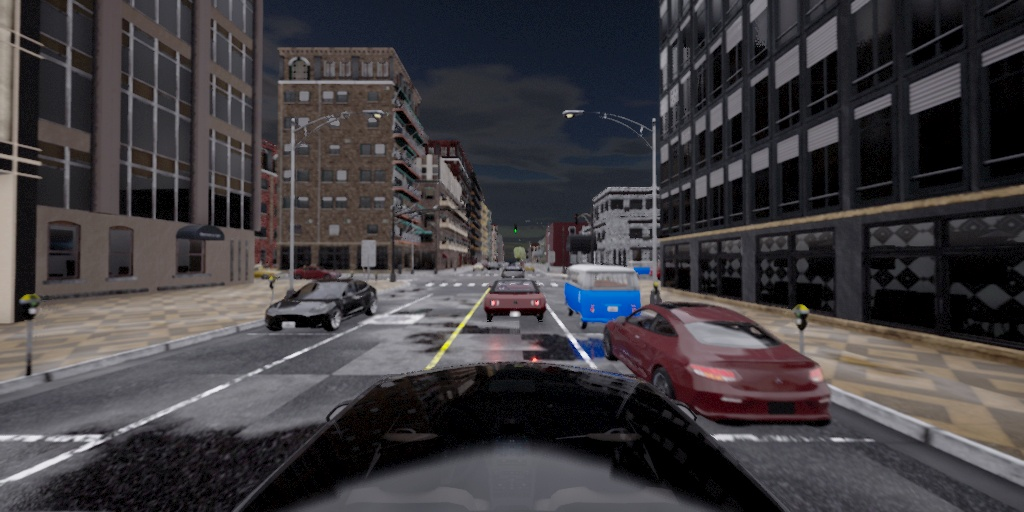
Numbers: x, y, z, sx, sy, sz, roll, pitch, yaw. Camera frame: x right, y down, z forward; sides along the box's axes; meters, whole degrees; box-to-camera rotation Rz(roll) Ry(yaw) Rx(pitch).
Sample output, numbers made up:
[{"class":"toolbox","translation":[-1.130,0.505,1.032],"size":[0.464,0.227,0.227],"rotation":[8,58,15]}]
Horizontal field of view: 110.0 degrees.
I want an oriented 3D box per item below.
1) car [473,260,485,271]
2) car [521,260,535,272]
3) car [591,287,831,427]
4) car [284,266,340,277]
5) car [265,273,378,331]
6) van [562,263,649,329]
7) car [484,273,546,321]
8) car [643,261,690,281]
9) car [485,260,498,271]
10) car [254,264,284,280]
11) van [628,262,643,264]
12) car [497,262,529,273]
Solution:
[{"class":"car","translation":[-5.732,1.857,61.439],"size":[1.751,1.417,4.829],"rotation":[0,0,0]},{"class":"car","translation":[2.653,1.800,56.248],"size":[1.751,1.417,4.829],"rotation":[0,0,0]},{"class":"car","translation":[2.656,1.367,5.605],"size":[1.802,1.307,4.207],"rotation":[0,0,0]},{"class":"car","translation":[-17.487,1.557,32.086],"size":[4.207,1.307,1.802],"rotation":[0,0,0]},{"class":"car","translation":[-5.696,1.403,11.313],"size":[1.948,1.339,4.313],"rotation":[0,0,0]},{"class":"van","translation":[2.651,1.178,11.294],"size":[1.690,1.789,3.998],"rotation":[0,0,0]},{"class":"car","translation":[0.094,1.453,12.883],"size":[1.895,1.301,4.718],"rotation":[0,-1,0]},{"class":"car","translation":[14.899,1.382,32.185],"size":[5.009,1.841,2.192],"rotation":[0,0,0]},{"class":"car","translation":[-3.109,1.836,61.470],"size":[1.837,1.490,4.892],"rotation":[0,-1,0]},{"class":"car","translation":[-22.980,1.489,32.069],"size":[4.829,1.417,1.751],"rotation":[0,0,0]},{"class":"van","translation":[14.871,1.525,40.565],"size":[3.998,1.789,1.690],"rotation":[0,0,0]},{"class":"car","translation":[0.084,1.496,30.396],"size":[2.128,1.511,4.902],"rotation":[0,0,0]}]
